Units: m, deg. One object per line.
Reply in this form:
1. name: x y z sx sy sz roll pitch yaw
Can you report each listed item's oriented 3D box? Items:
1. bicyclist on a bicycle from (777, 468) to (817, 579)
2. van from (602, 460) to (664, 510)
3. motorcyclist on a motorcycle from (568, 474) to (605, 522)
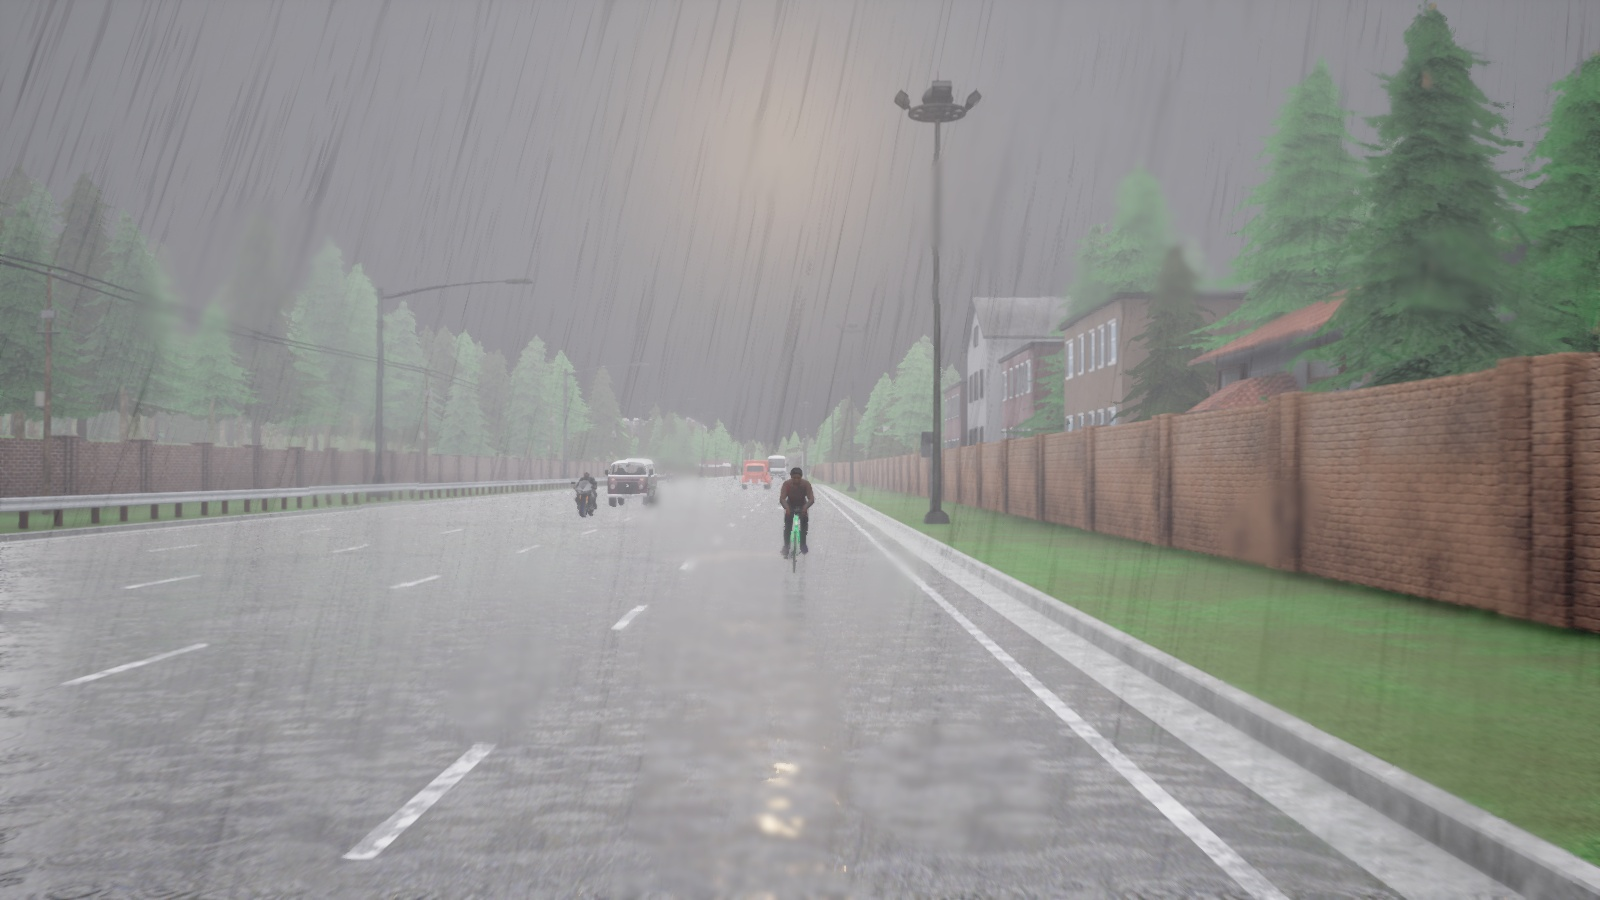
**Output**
1. bicyclist on a bicycle: -0.047 1.089 19.207 0.582 1.620 1.656 0 -1 0
2. van: -7.133 1.472 54.070 2.069 2.038 4.480 0 -1 0
3. motorcyclist on a motorcycle: -7.103 1.580 41.899 0.866 1.530 2.191 0 -1 0
